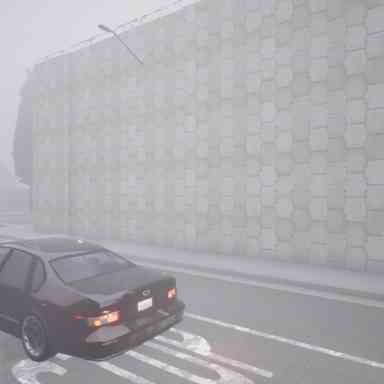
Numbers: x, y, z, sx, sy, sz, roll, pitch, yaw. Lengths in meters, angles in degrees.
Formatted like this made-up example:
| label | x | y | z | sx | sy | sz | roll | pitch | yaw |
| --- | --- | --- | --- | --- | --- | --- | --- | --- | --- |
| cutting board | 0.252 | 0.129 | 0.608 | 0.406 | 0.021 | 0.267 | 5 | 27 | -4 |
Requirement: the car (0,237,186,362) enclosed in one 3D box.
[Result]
| label | x | y | z | sx | sy | sz | roll | pitch | yaw |
| --- | --- | --- | --- | --- | --- | --- | --- | --- | --- |
| car | -2.676 | 1.547 | 5.890 | 5.357 | 1.411 | 2.033 | 0 | 0 | 35 |
